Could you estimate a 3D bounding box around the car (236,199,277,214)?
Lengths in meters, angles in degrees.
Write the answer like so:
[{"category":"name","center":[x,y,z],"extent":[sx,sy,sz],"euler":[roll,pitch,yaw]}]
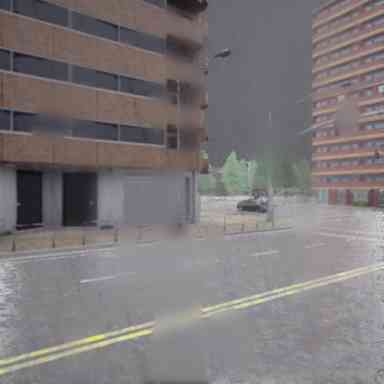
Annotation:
[{"category":"car","center":[6.769,1.510,35.213],"extent":[1.837,1.490,4.892],"euler":[0,1,-35]}]
